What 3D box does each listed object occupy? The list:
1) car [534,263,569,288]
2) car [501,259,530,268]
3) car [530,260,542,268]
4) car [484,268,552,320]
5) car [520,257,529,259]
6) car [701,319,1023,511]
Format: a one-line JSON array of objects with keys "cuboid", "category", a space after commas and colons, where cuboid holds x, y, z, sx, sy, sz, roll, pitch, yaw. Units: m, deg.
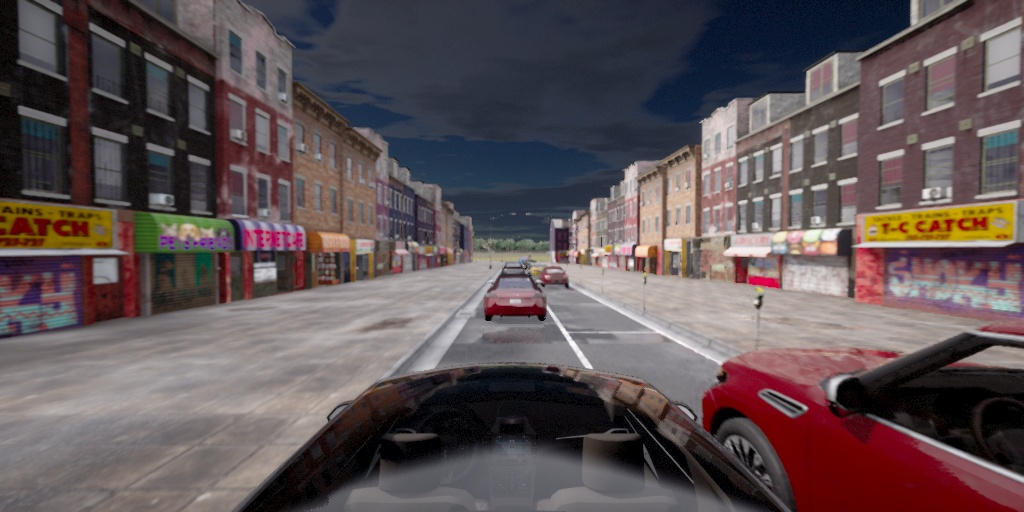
[{"cuboid": [2.641, 1.316, 23.111, 1.802, 1.307, 4.207, 0, 0, 0], "category": "car"}, {"cuboid": [0.105, 1.220, 29.358, 2.128, 1.511, 4.902, 0, 0, 0], "category": "car"}, {"cuboid": [2.643, 1.251, 34.346, 1.751, 1.417, 4.829, 0, 0, 0], "category": "car"}, {"cuboid": [0.102, 1.306, 12.631, 1.994, 1.385, 4.181, 0, 0, 0], "category": "car"}, {"cuboid": [2.646, 1.279, 56.305, 1.948, 1.339, 4.313, 0, 0, 0], "category": "car"}, {"cuboid": [2.637, 1.065, 0.981, 2.192, 1.841, 5.009, 0, 0, 0], "category": "car"}]
